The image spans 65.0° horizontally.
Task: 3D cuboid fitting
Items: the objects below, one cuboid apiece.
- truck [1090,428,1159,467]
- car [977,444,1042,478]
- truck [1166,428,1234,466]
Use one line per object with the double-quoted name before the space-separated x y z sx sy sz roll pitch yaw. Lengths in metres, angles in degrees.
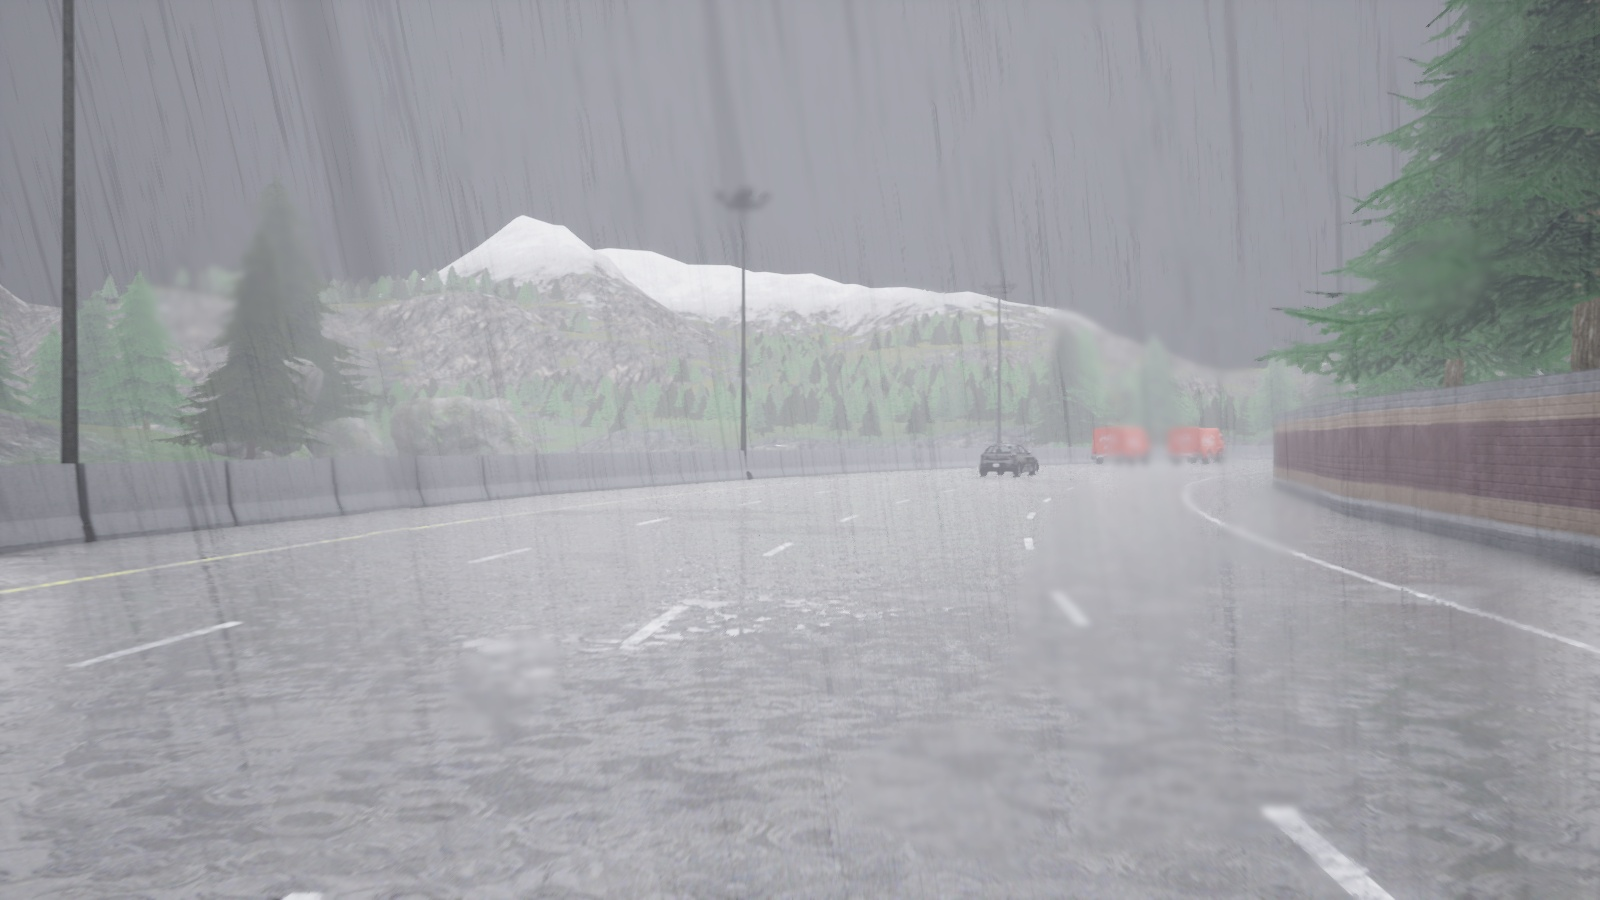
"truck" 21.456 -0.182 82.870 2.627 2.467 5.204 0 0 37
"car" 9.342 0.456 55.852 1.816 1.474 4.193 0 0 25
"truck" 26.808 -0.182 84.060 2.627 2.467 5.204 0 0 39
